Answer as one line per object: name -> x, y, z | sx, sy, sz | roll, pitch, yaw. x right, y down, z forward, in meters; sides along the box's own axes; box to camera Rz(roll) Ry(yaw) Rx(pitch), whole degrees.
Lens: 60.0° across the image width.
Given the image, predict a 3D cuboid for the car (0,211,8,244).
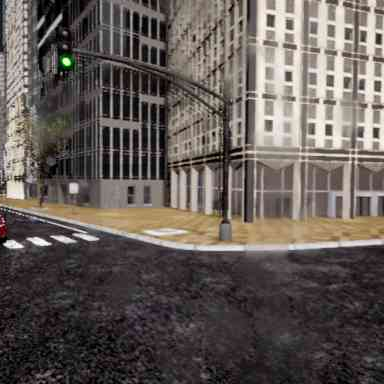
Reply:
car -> -9.566, 1.262, 14.605 | 2.097, 1.767, 4.553 | -1, 1, -37
